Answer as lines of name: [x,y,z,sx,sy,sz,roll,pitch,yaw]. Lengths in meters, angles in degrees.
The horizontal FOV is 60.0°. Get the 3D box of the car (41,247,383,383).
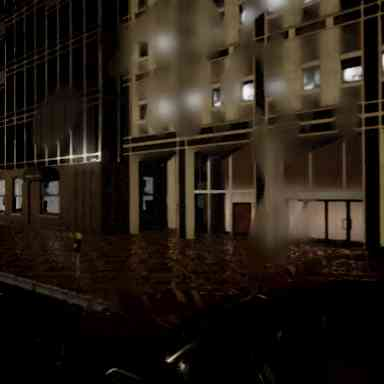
car: [1.184,1.316,2.036,5.009,1.841,2.192,0,0,35]
